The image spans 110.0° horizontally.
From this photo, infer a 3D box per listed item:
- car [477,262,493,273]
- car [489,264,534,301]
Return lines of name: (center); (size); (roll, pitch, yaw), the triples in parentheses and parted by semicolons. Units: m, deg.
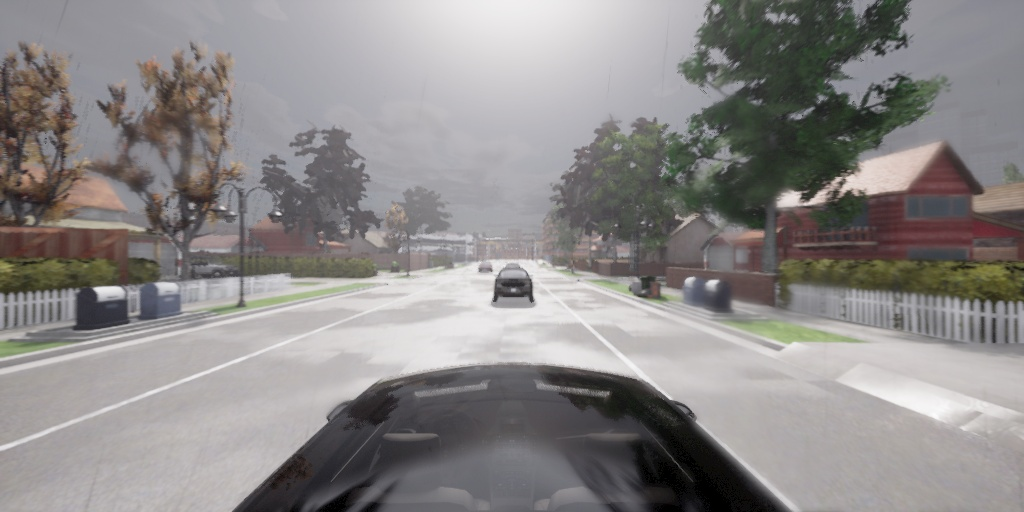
car: (-3.576, 1.501, 49.147); (1.812, 1.442, 4.674); (0, 0, 0)
car: (0.073, 1.348, 18.138); (1.882, 1.535, 5.008); (0, 0, 0)
